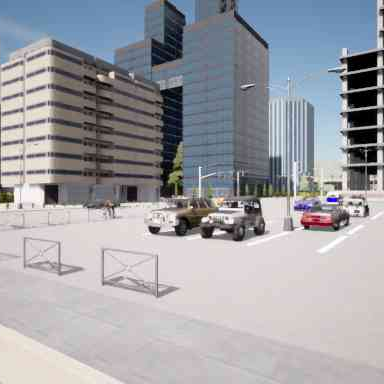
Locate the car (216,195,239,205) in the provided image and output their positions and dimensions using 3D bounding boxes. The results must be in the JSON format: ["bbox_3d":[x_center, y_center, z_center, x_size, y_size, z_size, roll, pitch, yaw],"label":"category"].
[{"bbox_3d":[6.281,1.352,58.820,2.097,1.767,4.553,0,0,34],"label":"car"}]

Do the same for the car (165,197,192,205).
[{"bbox_3d":[-2.300,1.554,58.574,2.033,1.411,5.357,0,0,34],"label":"car"}]

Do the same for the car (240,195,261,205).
[{"bbox_3d":[10.317,1.352,58.394,2.097,1.767,4.553,0,0,34],"label":"car"}]

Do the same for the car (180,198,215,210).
[{"bbox_3d":[0.839,1.547,44.188,2.033,1.411,5.357,0,0,34],"label":"car"}]

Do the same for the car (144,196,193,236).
[{"bbox_3d":[-0.334,1.153,17.314,1.932,1.855,4.605,0,0,34],"label":"car"}]

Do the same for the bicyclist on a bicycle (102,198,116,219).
[{"bbox_3d":[-6.582,1.302,26.262,1.656,1.620,0.582,0,0,34],"label":"bicyclist on a bicycle"}]

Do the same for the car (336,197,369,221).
[{"bbox_3d":[14.033,1.395,28.634,1.970,1.475,3.806,0,0,34],"label":"car"}]

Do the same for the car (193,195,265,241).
[{"bbox_3d":[2.037,1.156,15.653,1.905,1.878,3.866,0,0,34],"label":"car"}]

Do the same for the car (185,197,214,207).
[{"bbox_3d":[1.247,1.492,51.185,2.128,1.511,4.902,0,0,34],"label":"car"}]

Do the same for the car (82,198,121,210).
[{"bbox_3d":[-11.929,1.547,44.330,2.033,1.411,5.357,0,0,34],"label":"car"}]
